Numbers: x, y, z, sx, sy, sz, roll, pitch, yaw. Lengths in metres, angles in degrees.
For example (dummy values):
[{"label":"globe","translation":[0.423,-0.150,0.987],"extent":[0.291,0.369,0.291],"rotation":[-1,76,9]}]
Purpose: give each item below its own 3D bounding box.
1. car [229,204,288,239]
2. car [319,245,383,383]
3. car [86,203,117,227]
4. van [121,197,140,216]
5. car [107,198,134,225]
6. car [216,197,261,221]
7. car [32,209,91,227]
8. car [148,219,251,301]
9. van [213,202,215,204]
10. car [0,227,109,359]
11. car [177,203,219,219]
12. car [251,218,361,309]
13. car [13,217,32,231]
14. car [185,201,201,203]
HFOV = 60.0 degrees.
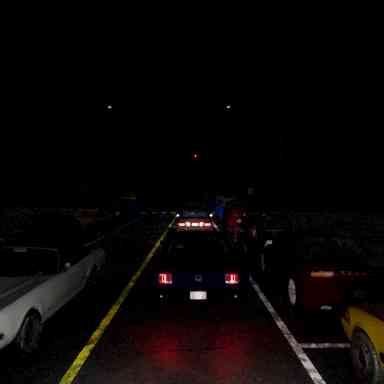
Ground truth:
[{"label":"car","translation":[2.786,1.441,13.141],"extent":[1.967,1.590,4.097],"rotation":[0,0,0]},{"label":"car","translation":[2.765,1.525,2.436],"extent":[1.752,1.417,4.829],"rotation":[0,0,0]},{"label":"car","translation":[-5.728,1.527,18.427],"extent":[1.752,1.417,4.829],"rotation":[0,0,0]},{"label":"van","translation":[-5.706,1.346,29.472],"extent":[1.690,1.788,3.998],"rotation":[0,0,0]},{"label":"car","translation":[-5.717,1.443,24.034],"extent":[1.967,1.590,4.097],"rotation":[0,0,0]},{"label":"car","translation":[2.797,1.317,18.579],"extent":[2.192,1.841,5.009],"rotation":[0,0,0]},{"label":"car","translation":[-5.739,1.567,13.159],"extent":[1.947,1.339,4.313],"rotation":[0,0,0]},{"label":"car","translation":[0.117,1.601,8.294],"extent":[1.895,1.301,4.718],"rotation":[0,0,0]},{"label":"van","translation":[2.820,1.346,29.454],"extent":[1.690,1.788,3.998],"rotation":[0,0,0]},{"label":"car","translation":[-3.088,1.601,6.092],"extent":[1.895,1.301,4.718],"rotation":[0,0,0]},{"label":"car","translation":[0.133,1.549,17.885],"extent":[2.033,1.411,5.357],"rotation":[0,0,0]},{"label":"car","translation":[2.775,1.545,7.704],"extent":[1.887,1.381,4.507],"rotation":[0,0,0]},{"label":"car","translation":[-5.750,1.525,7.552],"extent":[1.752,1.417,4.829],"rotation":[0,0,0]},{"label":"car","translation":[0.053,1.482,27.712],"extent":[1.882,1.535,5.008],"rotation":[0,0,0]}]
